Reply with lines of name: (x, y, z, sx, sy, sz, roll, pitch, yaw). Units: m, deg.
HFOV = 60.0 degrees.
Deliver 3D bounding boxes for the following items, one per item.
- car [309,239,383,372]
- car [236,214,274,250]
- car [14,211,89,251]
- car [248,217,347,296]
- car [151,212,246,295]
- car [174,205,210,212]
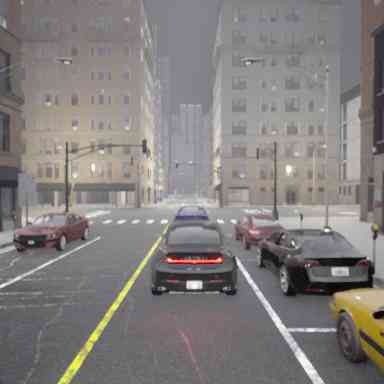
car: (2.860, 1.525, 3.054, 1.752, 1.417, 4.829, -1, 0, 0)
car: (2.835, 1.581, 14.056, 1.802, 1.307, 4.206, -1, 0, 0)
car: (-5.710, 1.544, 14.033, 1.887, 1.381, 4.507, -1, 0, 0)
car: (2.848, 1.565, 8.470, 1.947, 1.339, 4.313, -1, 0, 0)
car: (0.052, 1.504, 8.699, 1.837, 1.490, 4.892, 0, 0, 0)
car: (-0.005, 1.476, 18.649, 1.882, 1.535, 5.008, 0, 0, 0)
